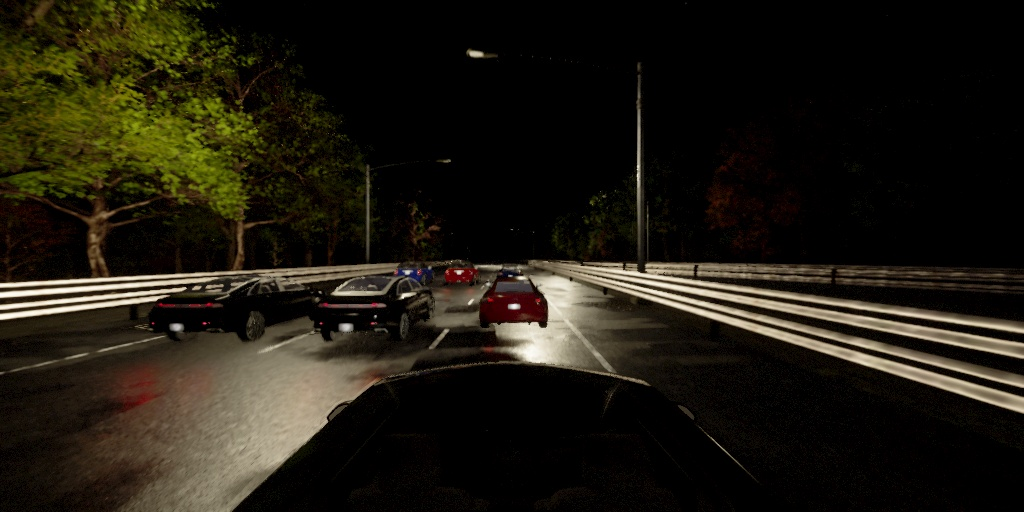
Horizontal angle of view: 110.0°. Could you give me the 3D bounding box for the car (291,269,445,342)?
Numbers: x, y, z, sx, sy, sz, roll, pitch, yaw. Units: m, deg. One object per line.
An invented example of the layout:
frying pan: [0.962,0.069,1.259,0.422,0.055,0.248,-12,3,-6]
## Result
car: [-3.441,1.268,9.834,2.128,1.511,4.902,0,0,0]

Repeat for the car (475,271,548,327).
car: [0.048,1.346,11.719,1.994,1.385,4.181,0,0,0]

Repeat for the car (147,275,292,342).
car: [-6.941,1.270,9.837,2.128,1.511,4.902,0,0,0]

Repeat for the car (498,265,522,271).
car: [-0.148,1.406,27.409,1.994,1.385,4.181,0,0,-1]

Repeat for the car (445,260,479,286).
car: [-3.635,1.192,26.525,2.097,1.767,4.553,0,0,-1]

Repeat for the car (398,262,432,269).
car: [-7.135,1.194,26.499,2.097,1.767,4.553,0,0,-1]
